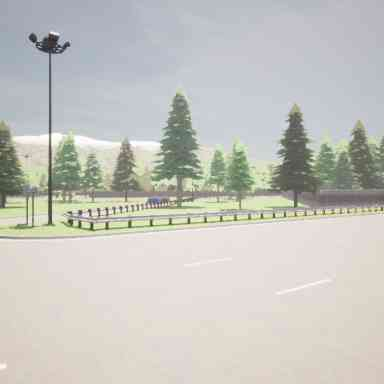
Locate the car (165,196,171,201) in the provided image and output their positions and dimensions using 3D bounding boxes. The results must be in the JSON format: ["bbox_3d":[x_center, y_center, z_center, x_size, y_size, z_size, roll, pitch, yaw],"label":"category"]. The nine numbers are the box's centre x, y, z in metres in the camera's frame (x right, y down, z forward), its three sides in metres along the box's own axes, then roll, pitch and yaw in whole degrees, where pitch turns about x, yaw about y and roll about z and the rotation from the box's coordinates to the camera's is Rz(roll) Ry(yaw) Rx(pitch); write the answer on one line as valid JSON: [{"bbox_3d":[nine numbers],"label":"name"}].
[{"bbox_3d":[-5.634,1.525,69.477,1.812,1.442,4.674,0,0,5],"label":"car"}]

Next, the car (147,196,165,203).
[{"bbox_3d":[-6.613,1.478,59.440,1.882,1.535,5.008,0,0,5],"label":"car"}]
